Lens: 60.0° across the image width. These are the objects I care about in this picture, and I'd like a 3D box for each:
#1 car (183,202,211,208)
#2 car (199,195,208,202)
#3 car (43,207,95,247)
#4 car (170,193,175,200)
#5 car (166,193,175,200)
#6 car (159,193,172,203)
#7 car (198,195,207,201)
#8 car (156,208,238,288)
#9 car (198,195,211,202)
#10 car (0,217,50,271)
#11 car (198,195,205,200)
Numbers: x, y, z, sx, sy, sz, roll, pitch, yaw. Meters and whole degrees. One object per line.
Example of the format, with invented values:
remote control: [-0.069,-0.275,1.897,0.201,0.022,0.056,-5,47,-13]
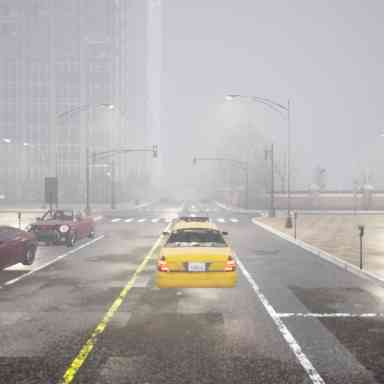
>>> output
car: [0.098,1.535,19.413,2.033,1.411,5.357,0,0,0]
car: [2.622,1.454,74.788,1.887,1.381,4.507,0,0,0]
car: [-5.704,1.433,14.642,1.967,1.590,4.097,0,0,0]
car: [-5.913,1.324,85.848,1.967,1.590,4.097,0,0,0]
car: [-5.917,1.181,91.407,2.192,1.841,5.009,0,0,0]
car: [-5.899,1.485,69.165,1.947,1.339,4.313,0,0,0]
car: [2.617,1.448,80.349,2.008,1.369,4.403,0,0,0]
car: [0.090,1.454,9.150,1.801,1.575,5.366,0,0,0]
car: [2.693,1.492,63.674,1.947,1.339,4.313,0,0,0]
car: [-5.699,1.579,8.949,1.802,1.307,4.206,0,0,0]
car: [2.607,1.411,91.470,1.887,1.381,4.507,0,0,0]
